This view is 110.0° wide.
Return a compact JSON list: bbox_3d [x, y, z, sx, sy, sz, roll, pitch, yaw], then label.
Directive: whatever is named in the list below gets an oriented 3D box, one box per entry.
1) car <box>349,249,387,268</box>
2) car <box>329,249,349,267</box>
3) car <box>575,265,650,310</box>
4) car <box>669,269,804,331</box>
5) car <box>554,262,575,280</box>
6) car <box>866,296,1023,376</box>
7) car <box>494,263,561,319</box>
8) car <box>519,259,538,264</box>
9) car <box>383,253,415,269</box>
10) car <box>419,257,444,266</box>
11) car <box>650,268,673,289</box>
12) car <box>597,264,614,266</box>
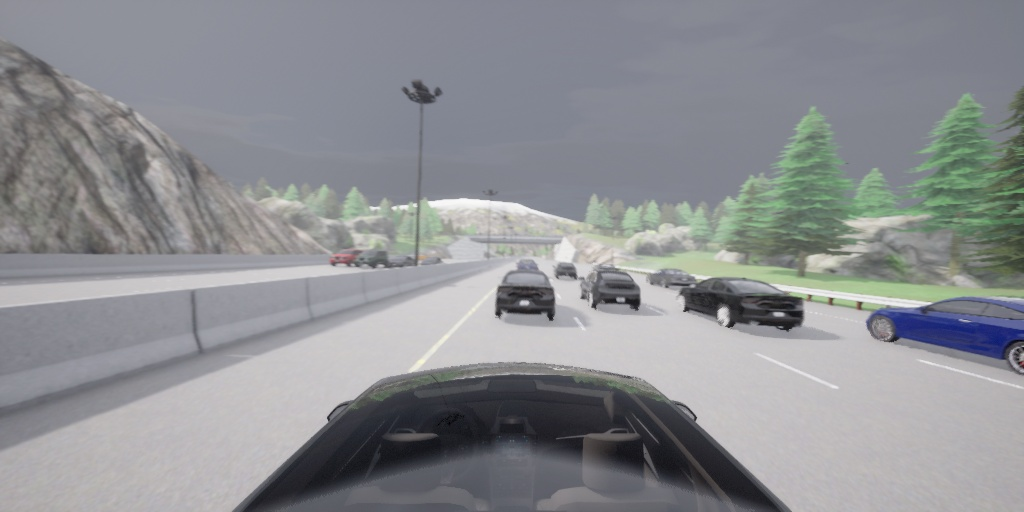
[{"bbox_3d":[-15.914,0.319,40.977,2.150,2.045,5.566,2,0,3],"label":"car"},{"bbox_3d":[-19.331,0.193,42.595,2.150,2.045,5.566,2,0,3],"label":"car"},{"bbox_3d":[4.103,1.354,15.554,1.837,1.490,4.892,2,0,3],"label":"car"},{"bbox_3d":[7.461,1.451,12.323,1.882,1.535,5.008,2,0,3],"label":"car"},{"bbox_3d":[4.871,1.329,33.251,1.837,1.490,4.892,2,0,2],"label":"car"},{"bbox_3d":[10.761,1.624,8.039,1.812,1.442,4.674,2,0,3],"label":"car"},{"bbox_3d":[0.484,1.211,12.876,1.882,1.535,5.008,2,0,3],"label":"car"},{"bbox_3d":[1.389,1.057,33.584,2.097,1.767,4.553,2,0,2],"label":"car"},{"bbox_3d":[-12.441,0.720,40.637,1.837,1.490,4.892,2,0,3],"label":"car"},{"bbox_3d":[-8.959,0.840,40.248,1.837,1.490,4.892,2,0,3],"label":"car"},{"bbox_3d":[11.575,1.620,26.327,2.033,1.411,5.357,2,0,2],"label":"car"},{"bbox_3d":[8.340,1.436,32.473,2.128,1.511,4.902,2,0,2],"label":"car"}]
